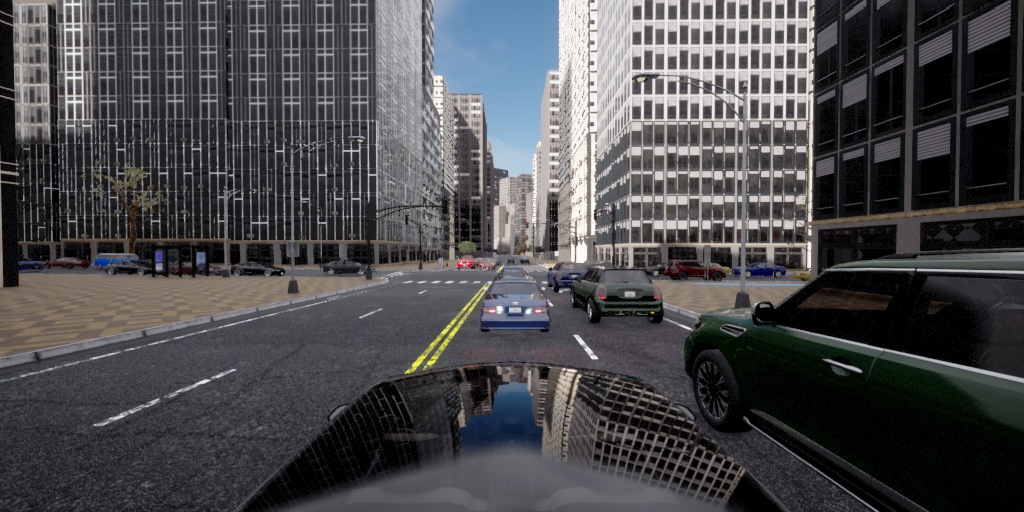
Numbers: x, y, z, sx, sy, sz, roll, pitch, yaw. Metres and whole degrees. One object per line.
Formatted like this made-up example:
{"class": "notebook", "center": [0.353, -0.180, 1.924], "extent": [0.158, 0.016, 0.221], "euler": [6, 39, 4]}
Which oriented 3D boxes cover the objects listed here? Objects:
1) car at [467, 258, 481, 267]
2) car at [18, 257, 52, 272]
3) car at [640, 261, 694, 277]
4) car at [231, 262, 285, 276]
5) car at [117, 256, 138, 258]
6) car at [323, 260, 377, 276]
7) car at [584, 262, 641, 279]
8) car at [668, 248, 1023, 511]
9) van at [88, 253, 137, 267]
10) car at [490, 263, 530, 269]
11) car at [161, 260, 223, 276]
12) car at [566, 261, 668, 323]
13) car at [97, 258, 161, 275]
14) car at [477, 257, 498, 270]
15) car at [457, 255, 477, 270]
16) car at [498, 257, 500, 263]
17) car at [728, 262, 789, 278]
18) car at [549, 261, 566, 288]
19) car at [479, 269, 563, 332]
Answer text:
{"class": "car", "center": [-6.718, 1.176, 63.719], "extent": [1.882, 1.535, 5.008], "euler": [0, 0, 1]}
{"class": "car", "center": [-49.426, 0.795, 35.451], "extent": [5.008, 1.535, 1.882], "euler": [0, 1, 2]}
{"class": "car", "center": [16.206, 1.364, 37.589], "extent": [4.892, 1.490, 1.837], "euler": [0, 1, -1]}
{"class": "car", "center": [-22.809, 1.172, 32.217], "extent": [4.313, 1.339, 1.948], "euler": [0, 0, 1]}
{"class": "car", "center": [-34.726, 1.001, 35.139], "extent": [5.357, 1.411, 2.033], "euler": [0, 1, 1]}
{"class": "car", "center": [-15.689, 1.131, 34.800], "extent": [4.892, 1.490, 1.837], "euler": [1, 1, 1]}
{"class": "car", "center": [9.566, 1.358, 34.458], "extent": [4.892, 1.490, 1.837], "euler": [1, 1, 1]}
{"class": "car", "center": [3.345, 0.971, 2.394], "extent": [2.150, 2.045, 5.566], "euler": [0, 0, 0]}
{"class": "van", "center": [-45.388, 0.602, 41.127], "extent": [3.998, 1.789, 1.690], "euler": [0, 0, 1]}
{"class": "car", "center": [0.052, 1.304, 20.036], "extent": [1.994, 1.385, 4.181], "euler": [0, 0, 0]}
{"class": "car", "center": [-28.493, 1.136, 32.336], "extent": [4.207, 1.307, 1.802], "euler": [0, 0, 1]}
{"class": "car", "center": [3.324, 1.097, 12.240], "extent": [2.097, 1.767, 4.553], "euler": [0, 0, 0]}
{"class": "car", "center": [-34.174, 1.067, 32.495], "extent": [4.313, 1.339, 1.948], "euler": [0, 0, 1]}
{"class": "car", "center": [-3.440, 1.066, 51.230], "extent": [2.097, 1.767, 4.553], "euler": [0, 0, -1]}
{"class": "car", "center": [-6.721, 0.933, 53.374], "extent": [2.150, 2.045, 5.566], "euler": [0, 0, 0]}
{"class": "car", "center": [-3.480, 1.229, 60.074], "extent": [1.812, 1.442, 4.674], "euler": [0, 0, 0]}
{"class": "car", "center": [25.684, 1.420, 37.426], "extent": [5.008, 1.535, 1.882], "euler": [1, 1, 1]}
{"class": "car", "center": [3.300, 1.091, 21.104], "extent": [2.097, 1.767, 4.553], "euler": [0, 0, 0]}
{"class": "car", "center": [0.079, 1.293, 10.793], "extent": [2.033, 1.411, 5.357], "euler": [0, 0, 0]}
